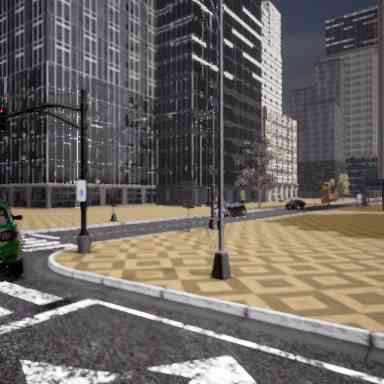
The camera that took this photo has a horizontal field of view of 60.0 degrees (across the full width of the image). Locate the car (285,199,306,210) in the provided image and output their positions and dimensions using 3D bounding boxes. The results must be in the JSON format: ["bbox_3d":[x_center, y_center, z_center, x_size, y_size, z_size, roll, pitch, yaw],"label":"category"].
[{"bbox_3d":[15.803,1.879,50.636,1.882,1.535,5.008,0,0,37],"label":"car"}]

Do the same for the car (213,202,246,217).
[{"bbox_3d":[3.967,1.794,34.921,2.128,1.511,4.902,0,0,37],"label":"car"}]

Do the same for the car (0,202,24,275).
[{"bbox_3d":[-6.591,1.360,10.408,2.150,2.045,5.566,-2,0,-29],"label":"car"}]
